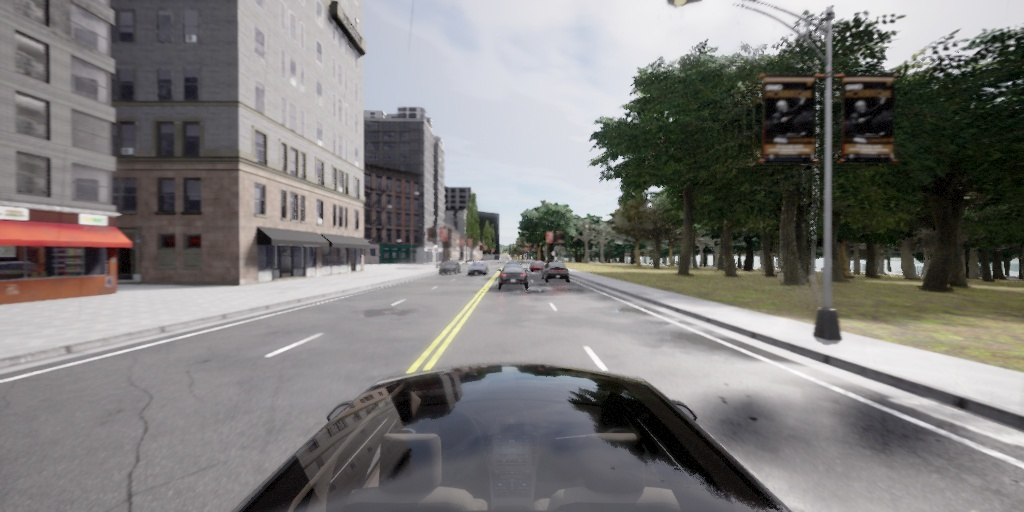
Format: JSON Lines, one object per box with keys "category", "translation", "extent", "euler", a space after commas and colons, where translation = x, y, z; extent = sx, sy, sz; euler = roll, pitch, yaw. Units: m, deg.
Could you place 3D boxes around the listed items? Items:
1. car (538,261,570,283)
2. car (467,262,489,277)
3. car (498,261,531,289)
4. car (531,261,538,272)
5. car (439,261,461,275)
{"category": "car", "translation": [3.347, 1.249, 28.239], "extent": [1.837, 1.490, 4.892], "euler": [0, 0, 0]}
{"category": "car", "translation": [-3.349, 1.290, 36.347], "extent": [2.033, 1.411, 5.357], "euler": [0, 0, 0]}
{"category": "car", "translation": [0.081, 1.273, 23.166], "extent": [1.812, 1.442, 4.674], "euler": [0, 0, 0]}
{"category": "car", "translation": [3.345, 1.300, 46.468], "extent": [1.994, 1.385, 4.181], "euler": [0, 0, 0]}
{"category": "car", "translation": [-6.589, 1.245, 38.483], "extent": [1.837, 1.490, 4.892], "euler": [0, 0, 0]}
